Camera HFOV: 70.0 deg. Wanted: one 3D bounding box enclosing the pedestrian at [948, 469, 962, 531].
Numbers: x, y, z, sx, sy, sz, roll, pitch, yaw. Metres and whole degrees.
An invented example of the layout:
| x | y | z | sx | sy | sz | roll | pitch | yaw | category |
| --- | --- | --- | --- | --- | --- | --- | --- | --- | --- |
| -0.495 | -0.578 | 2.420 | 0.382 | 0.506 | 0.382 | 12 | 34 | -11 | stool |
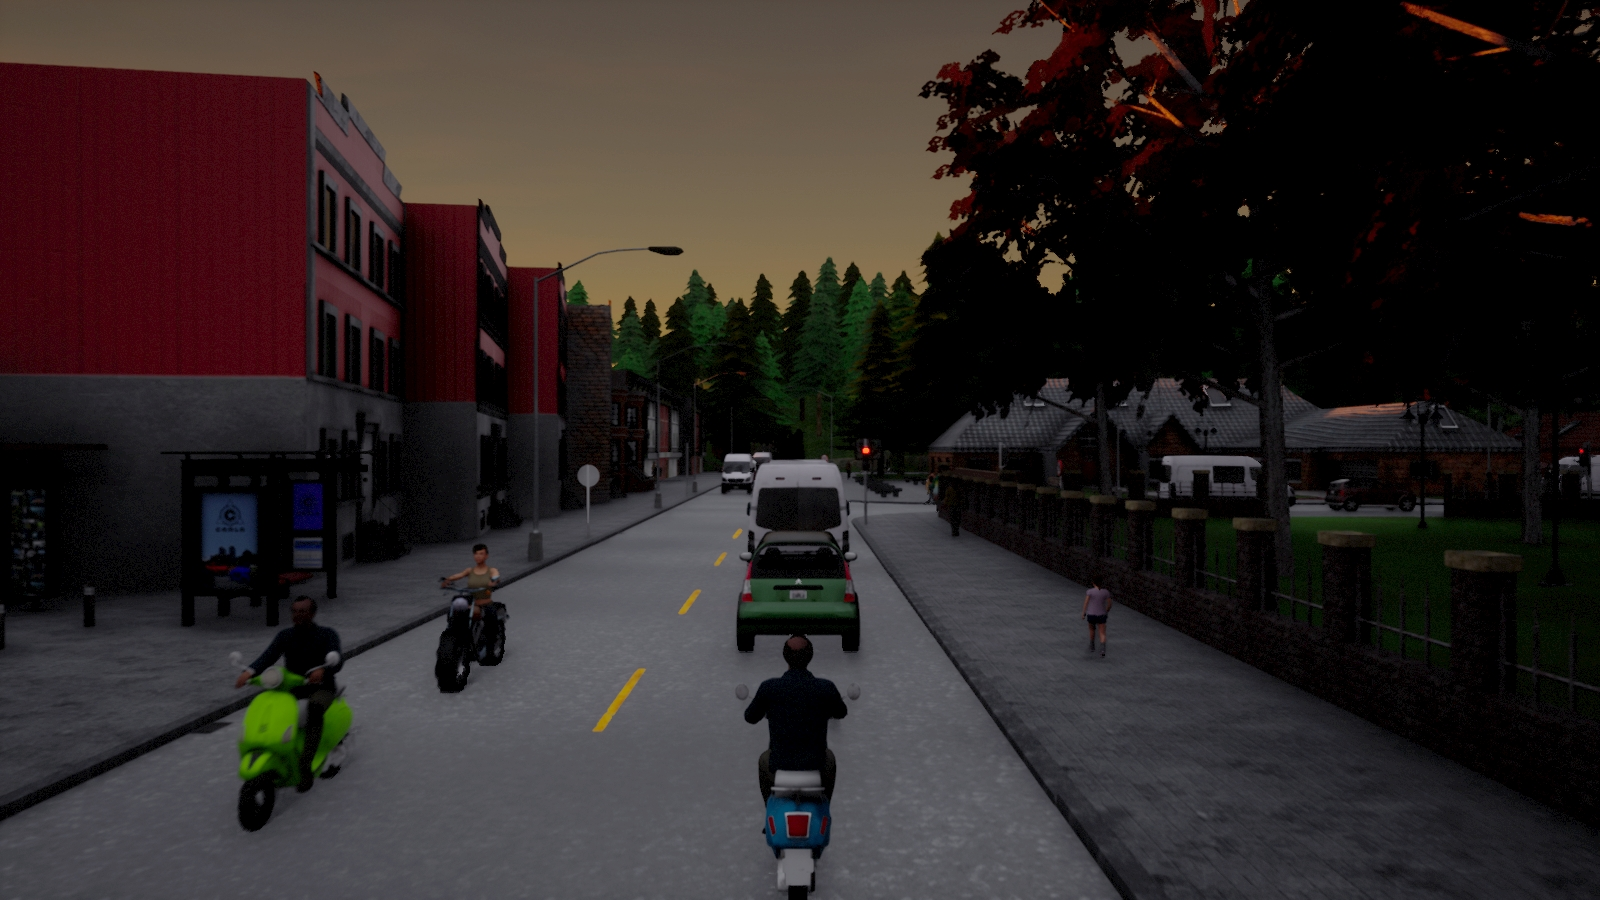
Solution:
| x | y | z | sx | sy | sz | roll | pitch | yaw | category |
| --- | --- | --- | --- | --- | --- | --- | --- | --- | --- |
| 4.741 | 1.525 | 34.902 | 0.375 | 1.860 | 0.375 | 0 | 0 | -1 | pedestrian |

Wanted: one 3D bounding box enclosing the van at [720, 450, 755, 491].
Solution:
| x | y | z | sx | sy | sz | roll | pitch | yaw | category |
| --- | --- | --- | --- | --- | --- | --- | --- | --- | --- |
| -4.116 | 1.313 | 75.823 | 1.988 | 2.561 | 5.915 | 0 | 0 | 0 | van |

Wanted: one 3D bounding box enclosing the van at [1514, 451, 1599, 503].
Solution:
| x | y | z | sx | sy | sz | roll | pitch | yaw | category |
| --- | --- | --- | --- | --- | --- | --- | --- | --- | --- |
| 38.861 | 1.313 | 56.283 | 5.915 | 2.561 | 1.988 | 0 | 0 | 8 | van |

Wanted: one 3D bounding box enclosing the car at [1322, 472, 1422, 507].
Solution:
| x | y | z | sx | sy | sz | roll | pitch | yaw | category |
| --- | --- | --- | --- | --- | --- | --- | --- | --- | --- |
| 26.116 | 1.805 | 52.252 | 3.705 | 1.549 | 1.789 | 0 | 0 | 0 | car |

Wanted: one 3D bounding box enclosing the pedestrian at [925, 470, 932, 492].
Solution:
| x | y | z | sx | sy | sz | roll | pitch | yaw | category |
| --- | --- | --- | --- | --- | --- | --- | --- | --- | --- |
| 7.555 | 1.802 | 67.125 | 0.375 | 1.300 | 0.375 | 0 | 0 | 2 | pedestrian |

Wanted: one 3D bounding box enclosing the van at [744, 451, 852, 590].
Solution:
| x | y | z | sx | sy | sz | roll | pitch | yaw | category |
| --- | --- | --- | --- | --- | --- | --- | --- | --- | --- |
| -0.046 | 1.314 | 24.101 | 1.988 | 2.561 | 5.915 | 0 | 0 | 0 | van |

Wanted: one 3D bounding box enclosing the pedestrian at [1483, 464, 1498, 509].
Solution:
| x | y | z | sx | sy | sz | roll | pitch | yaw | category |
| --- | --- | --- | --- | --- | --- | --- | --- | --- | --- |
| 28.811 | 1.524 | 47.677 | 0.375 | 1.860 | 0.375 | 0 | 0 | -10 | pedestrian |

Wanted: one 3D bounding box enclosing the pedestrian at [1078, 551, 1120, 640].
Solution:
| x | y | z | sx | sy | sz | roll | pitch | yaw | category |
| --- | --- | --- | --- | --- | --- | --- | --- | --- | --- |
| 3.939 | 1.904 | 15.063 | 0.500 | 1.100 | 0.500 | 0 | 0 | 10 | pedestrian |

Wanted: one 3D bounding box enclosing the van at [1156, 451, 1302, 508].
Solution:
| x | y | z | sx | sy | sz | roll | pitch | yaw | category |
| --- | --- | --- | --- | --- | --- | --- | --- | --- | --- |
| 19.579 | 1.313 | 52.314 | 5.915 | 2.561 | 1.988 | 0 | 0 | 1 | van |

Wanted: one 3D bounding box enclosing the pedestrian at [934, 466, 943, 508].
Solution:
| x | y | z | sx | sy | sz | roll | pitch | yaw | category |
| --- | --- | --- | --- | --- | --- | --- | --- | --- | --- |
| 6.192 | 1.627 | 50.994 | 0.375 | 1.860 | 0.375 | 0 | 0 | 14 | pedestrian |

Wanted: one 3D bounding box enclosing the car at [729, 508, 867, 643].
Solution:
| x | y | z | sx | sy | sz | roll | pitch | yaw | category |
| --- | --- | --- | --- | --- | --- | --- | --- | --- | --- |
| -0.027 | 1.778 | 17.314 | 1.851 | 1.617 | 3.988 | 0 | 0 | 0 | car |

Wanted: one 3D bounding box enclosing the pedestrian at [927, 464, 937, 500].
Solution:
| x | y | z | sx | sy | sz | roll | pitch | yaw | category |
| --- | --- | --- | --- | --- | --- | --- | --- | --- | --- |
| 6.716 | 1.627 | 58.130 | 0.375 | 1.860 | 0.375 | 0 | 0 | 36 | pedestrian |

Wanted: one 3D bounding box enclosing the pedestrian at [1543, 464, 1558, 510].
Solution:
| x | y | z | sx | sy | sz | roll | pitch | yaw | category |
| --- | --- | --- | --- | --- | --- | --- | --- | --- | --- |
| 30.985 | 1.524 | 47.168 | 0.375 | 1.860 | 0.375 | 0 | 0 | 0 | pedestrian |
